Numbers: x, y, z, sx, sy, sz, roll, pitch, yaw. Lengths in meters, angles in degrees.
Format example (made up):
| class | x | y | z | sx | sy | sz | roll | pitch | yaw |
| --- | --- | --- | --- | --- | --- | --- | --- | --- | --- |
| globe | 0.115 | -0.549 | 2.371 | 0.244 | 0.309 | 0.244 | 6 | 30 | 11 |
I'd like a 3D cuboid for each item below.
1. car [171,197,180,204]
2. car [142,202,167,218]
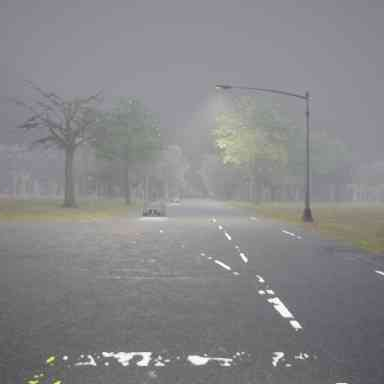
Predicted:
| class | x | y | z | sx | sy | sz | roll | pitch | yaw |
| --- | --- | --- | --- | --- | --- | --- | --- | --- | --- |
| car | -3.427 | 1.746 | 70.218 | 2.128 | 1.511 | 4.902 | 0 | 0 | 0 |
| car | -3.443 | 1.624 | 31.273 | 1.994 | 1.385 | 4.181 | 0 | 0 | 0 |
